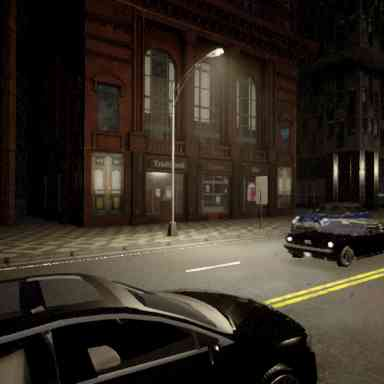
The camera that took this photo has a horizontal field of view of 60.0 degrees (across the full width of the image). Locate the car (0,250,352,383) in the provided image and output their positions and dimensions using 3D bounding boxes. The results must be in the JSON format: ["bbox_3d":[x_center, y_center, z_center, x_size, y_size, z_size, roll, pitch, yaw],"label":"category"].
[{"bbox_3d":[-0.958,1.492,2.757,4.902,1.511,2.128,0,0,-35],"label":"car"}]

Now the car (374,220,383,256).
[{"bbox_3d":[6.922,1.485,8.309,4.902,1.511,2.128,0,0,-35],"label":"car"}]

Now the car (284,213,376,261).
[{"bbox_3d":[5.326,1.594,11.406,4.718,1.301,1.895,0,0,-35],"label":"car"}]

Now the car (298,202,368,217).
[{"bbox_3d":[7.047,1.338,16.594,4.553,1.767,2.097,0,0,-35],"label":"car"}]
